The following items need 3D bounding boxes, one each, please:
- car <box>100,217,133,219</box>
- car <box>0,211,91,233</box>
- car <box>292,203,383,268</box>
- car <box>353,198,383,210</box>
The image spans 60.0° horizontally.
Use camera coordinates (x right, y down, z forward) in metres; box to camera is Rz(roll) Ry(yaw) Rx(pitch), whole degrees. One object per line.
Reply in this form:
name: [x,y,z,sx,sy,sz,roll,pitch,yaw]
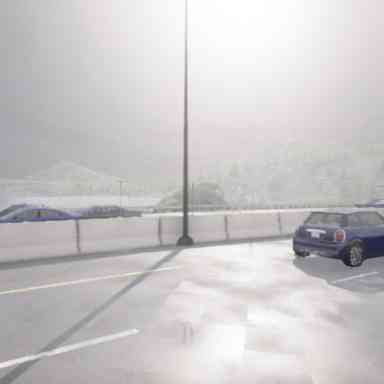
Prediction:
car: [-5.796,1.513,21.072,5.357,1.411,2.033,0,0,-33]
car: [-7.613,1.442,15.613,5.008,1.535,1.882,0,0,-34]
car: [5.640,1.358,11.457,4.553,1.767,2.097,0,0,-32]
car: [24.337,1.579,44.493,5.357,1.411,2.033,0,0,-22]
